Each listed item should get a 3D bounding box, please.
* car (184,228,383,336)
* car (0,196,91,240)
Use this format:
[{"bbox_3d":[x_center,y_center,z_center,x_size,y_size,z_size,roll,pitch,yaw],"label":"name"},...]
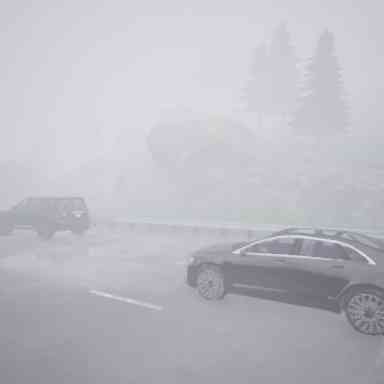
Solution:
[{"bbox_3d":[2.100,1.479,6.665,4.902,1.511,2.128,0,0,35],"label":"car"},{"bbox_3d":[-7.677,1.217,17.172,5.566,2.045,2.150,0,0,31],"label":"car"}]
